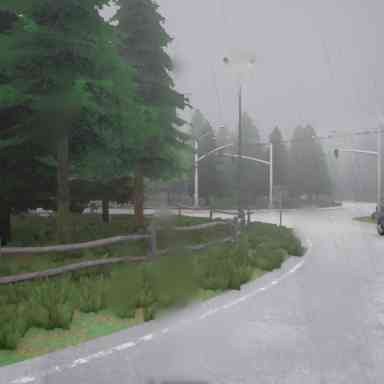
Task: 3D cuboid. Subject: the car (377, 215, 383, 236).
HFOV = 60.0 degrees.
[{"bbox_3d":[10.280,1.352,15.442,2.097,1.767,4.553,0,0,15],"label":"car"}]
